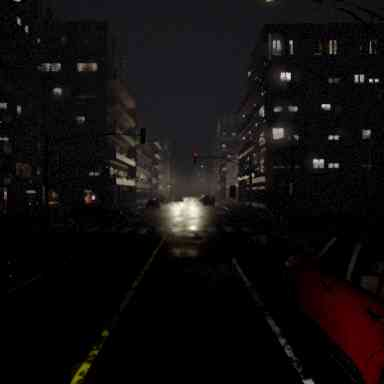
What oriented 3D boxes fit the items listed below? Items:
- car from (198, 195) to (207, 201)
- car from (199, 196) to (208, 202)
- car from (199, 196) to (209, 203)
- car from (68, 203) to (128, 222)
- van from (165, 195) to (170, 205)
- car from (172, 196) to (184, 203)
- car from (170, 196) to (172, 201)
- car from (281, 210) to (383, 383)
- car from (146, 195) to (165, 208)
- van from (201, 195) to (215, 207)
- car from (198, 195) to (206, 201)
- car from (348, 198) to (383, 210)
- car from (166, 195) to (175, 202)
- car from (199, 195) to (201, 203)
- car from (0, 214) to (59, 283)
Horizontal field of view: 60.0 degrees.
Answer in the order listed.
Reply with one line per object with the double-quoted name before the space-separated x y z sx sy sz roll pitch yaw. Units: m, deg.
"car" 2.583 1.453 80.947 1.967 1.590 4.097 0 0 0
"car" 2.582 1.539 75.536 1.752 1.417 4.829 0 0 0
"car" 2.583 1.580 69.785 1.947 1.339 4.313 0 0 0
"car" -7.590 1.637 27.015 4.674 1.442 1.812 -1 0 0
"van" -5.396 1.354 58.625 1.690 1.788 3.998 0 0 0
"car" -2.735 1.538 68.829 1.812 1.442 4.674 0 0 0
"car" -5.349 1.596 64.206 1.802 1.307 4.206 0 0 0
"car" 2.567 1.317 3.900 2.192 1.841 5.009 0 0 0
"car" -5.434 1.453 47.460 1.967 1.590 4.097 0 0 0
"van" 2.707 1.354 52.419 1.690 1.788 3.998 0 0 0
"car" 2.585 1.557 86.529 1.887 1.381 4.507 0 0 0
"car" 17.598 1.298 32.324 4.507 1.381 1.887 -1 1 0
"car" -5.297 1.558 80.949 1.887 1.381 4.507 0 0 0
"car" 2.673 1.558 58.623 1.887 1.381 4.507 0 0 0
"car" -5.403 1.445 9.445 1.967 1.590 4.097 0 0 0
